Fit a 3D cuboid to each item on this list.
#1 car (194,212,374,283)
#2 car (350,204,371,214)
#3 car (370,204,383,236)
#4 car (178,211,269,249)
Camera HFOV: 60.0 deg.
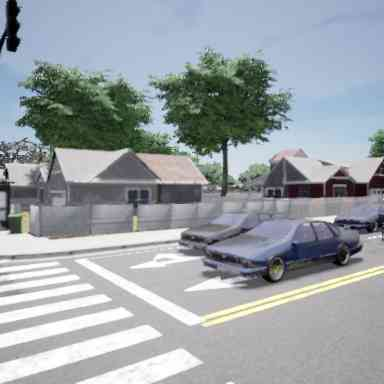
[{"bbox_3d":[2.887,1.496,9.742,5.357,1.411,2.033,0,0,-35],"label":"car"},{"bbox_3d":[10.341,1.420,19.065,5.357,1.411,2.033,0,0,-36],"label":"car"},{"bbox_3d":[10.582,1.379,15.246,4.902,1.511,2.128,0,0,-36],"label":"car"},{"bbox_3d":[2.053,1.487,13.184,5.357,1.411,2.033,0,0,-38],"label":"car"}]
